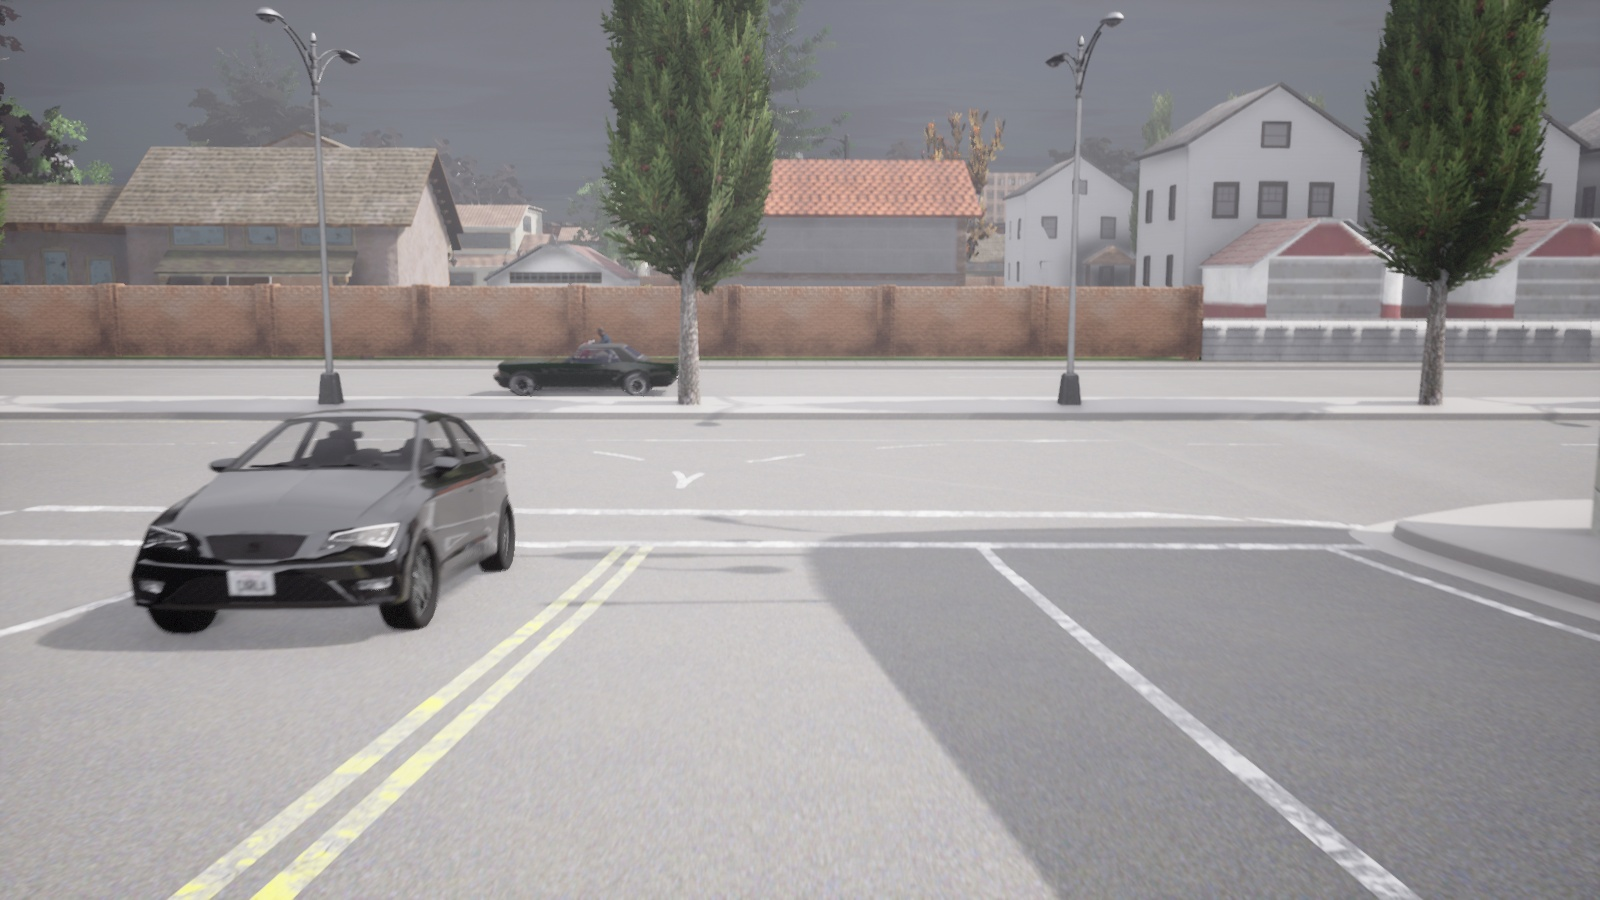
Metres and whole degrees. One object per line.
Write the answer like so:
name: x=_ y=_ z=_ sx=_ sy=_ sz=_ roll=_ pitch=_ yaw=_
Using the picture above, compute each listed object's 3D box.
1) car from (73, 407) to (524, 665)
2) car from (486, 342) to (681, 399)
car: x=-3.419 y=0.436 z=9.528 sx=1.816 sy=1.474 sz=4.193 roll=0 pitch=3 yaw=-2
car: x=-5.539 y=-2.075 z=32.553 sx=4.718 sy=1.301 sz=1.895 roll=0 pitch=8 yaw=-1
